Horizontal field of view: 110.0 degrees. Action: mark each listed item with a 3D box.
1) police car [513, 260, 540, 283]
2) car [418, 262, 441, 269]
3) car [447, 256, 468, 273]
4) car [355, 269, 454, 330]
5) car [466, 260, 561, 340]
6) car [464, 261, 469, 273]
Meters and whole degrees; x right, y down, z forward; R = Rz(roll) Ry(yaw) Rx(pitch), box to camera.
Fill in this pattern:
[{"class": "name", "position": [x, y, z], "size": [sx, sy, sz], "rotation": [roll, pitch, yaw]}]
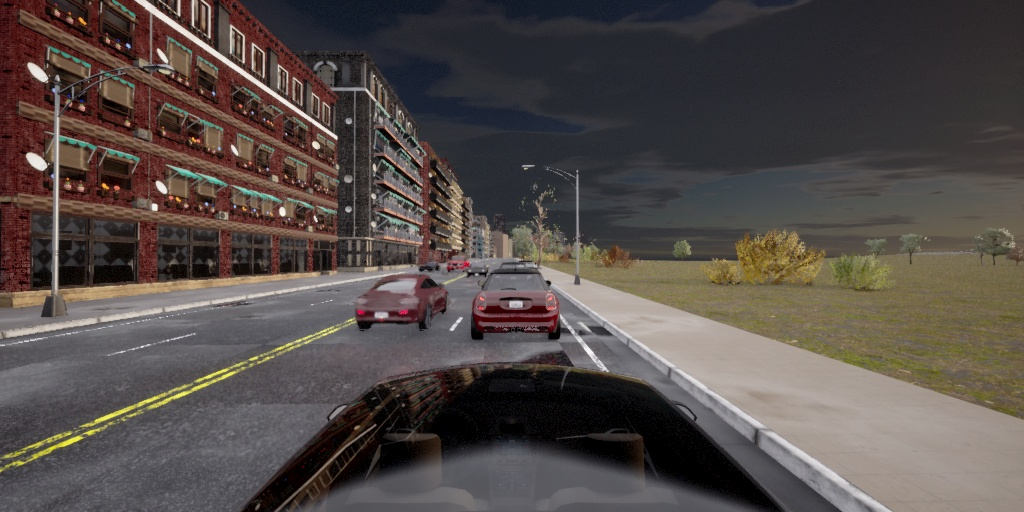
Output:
[{"class": "police car", "position": [1.098, 1.179, 29.419], "size": [1.930, 1.638, 5.238], "rotation": [0, 0, 0]}, {"class": "car", "position": [-9.910, 1.354, 43.392], "size": [1.895, 1.301, 4.718], "rotation": [0, 0, 0]}, {"class": "car", "position": [-6.661, 0.974, 44.645], "size": [2.150, 2.045, 5.566], "rotation": [0, 0, 0]}, {"class": "car", "position": [-3.165, 1.277, 10.985], "size": [1.812, 1.442, 4.674], "rotation": [0, 0, 0]}, {"class": "car", "position": [0.080, 1.103, 10.151], "size": [2.097, 1.767, 4.553], "rotation": [0, 0, 0]}, {"class": "car", "position": [-3.197, 1.354, 34.719], "size": [1.895, 1.301, 4.718], "rotation": [0, 0, 0]}]
